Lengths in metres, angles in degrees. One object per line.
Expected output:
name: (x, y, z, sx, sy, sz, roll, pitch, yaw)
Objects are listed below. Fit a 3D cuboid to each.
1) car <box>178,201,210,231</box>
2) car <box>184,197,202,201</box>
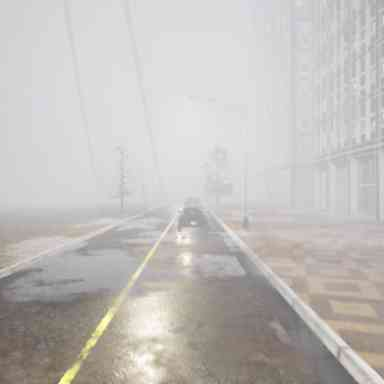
car: (0.095, 1.526, 20.298, 1.812, 1.442, 4.674, 0, 0, 0)
car: (0.091, 1.354, 39.929, 2.097, 1.767, 4.553, 0, 0, 0)
